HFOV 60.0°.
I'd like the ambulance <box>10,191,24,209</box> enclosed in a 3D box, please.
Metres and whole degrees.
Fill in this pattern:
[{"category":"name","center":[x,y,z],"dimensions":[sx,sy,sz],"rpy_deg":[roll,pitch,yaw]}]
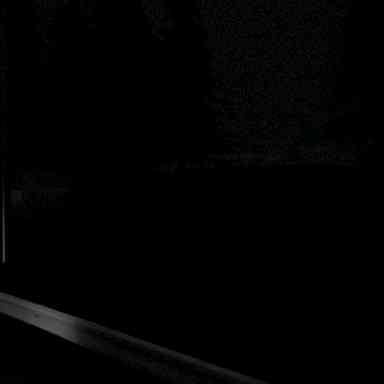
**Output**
[{"category":"ambulance","center":[-21.406,1.091,39.200],"dimensions":[2.351,2.431,6.366],"rpy_deg":[-1,0,35]}]
